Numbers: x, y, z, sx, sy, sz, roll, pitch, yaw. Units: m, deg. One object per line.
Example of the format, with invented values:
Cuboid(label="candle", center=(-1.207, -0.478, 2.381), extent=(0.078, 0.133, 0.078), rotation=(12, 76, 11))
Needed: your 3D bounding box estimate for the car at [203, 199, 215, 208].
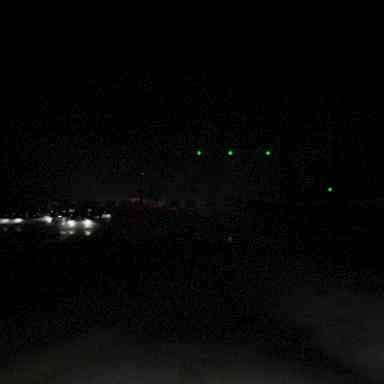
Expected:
Cuboid(label="car", center=(3.461, 2.411, 65.538), extent=(2.033, 1.411, 5.357), rotation=(0, -1, 0))

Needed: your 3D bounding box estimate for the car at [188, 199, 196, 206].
Cuboid(label="car", center=(-0.045, 2.311, 75.958), extent=(1.882, 1.535, 5.008), rotation=(0, -1, 0))

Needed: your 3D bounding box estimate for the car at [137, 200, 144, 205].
Cuboid(label="car", center=(-10.550, 2.365, 65.216), extent=(1.837, 1.490, 4.892), rotation=(0, -1, 0))

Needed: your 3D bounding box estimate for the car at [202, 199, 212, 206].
Cuboid(label="car", center=(3.455, 2.373, 75.960), extent=(2.033, 1.411, 5.357), rotation=(0, -1, 0))

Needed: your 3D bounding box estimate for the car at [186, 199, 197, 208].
Cuboid(label="car", center=(-0.039, 2.369, 65.537), extent=(1.837, 1.490, 4.892), rotation=(0, -1, 0))

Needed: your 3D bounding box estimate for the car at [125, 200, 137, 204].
Cuboid(label="car", center=(-10.611, 2.051, 52.971), extent=(2.097, 1.767, 4.553), rotation=(0, -1, 0))

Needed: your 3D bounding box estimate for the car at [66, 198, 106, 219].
Cuboid(label="car", center=(-10.610, 1.797, 33.692), extent=(2.097, 1.767, 4.553), rotation=(0, -1, 0))

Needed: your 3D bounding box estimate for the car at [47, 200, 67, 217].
Cuboid(label="car", center=(-14.105, 1.996, 37.220), extent=(1.837, 1.490, 4.892), rotation=(0, -1, 0))

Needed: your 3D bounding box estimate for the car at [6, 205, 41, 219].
Cuboid(label="car", center=(-17.609, 2.024, 34.840), extent=(1.994, 1.385, 4.181), rotation=(0, -1, 0))

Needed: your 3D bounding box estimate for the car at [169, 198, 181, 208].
Cuboid(label="car", center=(-3.539, 2.369, 65.535), extent=(1.837, 1.490, 4.892), rotation=(0, -1, 0))

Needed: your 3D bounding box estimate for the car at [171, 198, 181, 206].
Cuboid(label="car", center=(-3.545, 2.188, 75.928), extent=(2.097, 1.767, 4.553), rotation=(0, -1, 0))

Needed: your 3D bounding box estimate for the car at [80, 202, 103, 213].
Cuboid(label="car", center=(-14.109, 2.185, 47.086), extent=(1.994, 1.385, 4.181), rotation=(0, -1, 0))

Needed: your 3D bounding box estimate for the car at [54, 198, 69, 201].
Cuboid(label="car", center=(-17.605, 1.817, 45.142), extent=(2.150, 2.045, 5.566), rotation=(0, -1, 1))

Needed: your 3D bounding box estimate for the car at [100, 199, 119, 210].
Cuboid(label="car", center=(-14.092, 2.105, 57.109), extent=(2.097, 1.767, 4.553), rotation=(0, -1, 0))

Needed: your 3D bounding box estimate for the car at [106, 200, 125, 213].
Cuboid(label="car", center=(-10.617, 2.117, 43.160), extent=(2.033, 1.411, 5.357), rotation=(0, -1, 0))

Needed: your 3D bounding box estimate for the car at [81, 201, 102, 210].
Cuboid(label="car", center=(-17.579, 2.315, 58.239), extent=(2.033, 1.411, 5.357), rotation=(0, -1, 0))
